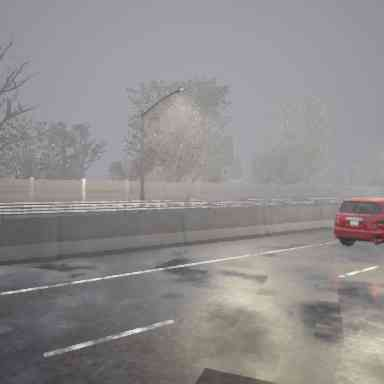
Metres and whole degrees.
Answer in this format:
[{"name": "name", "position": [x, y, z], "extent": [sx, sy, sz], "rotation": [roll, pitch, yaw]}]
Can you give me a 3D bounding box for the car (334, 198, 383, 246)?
[{"name": "car", "position": [8.293, 1.262, 14.085], "extent": [5.566, 2.045, 2.150], "rotation": [0, 0, -35]}]
